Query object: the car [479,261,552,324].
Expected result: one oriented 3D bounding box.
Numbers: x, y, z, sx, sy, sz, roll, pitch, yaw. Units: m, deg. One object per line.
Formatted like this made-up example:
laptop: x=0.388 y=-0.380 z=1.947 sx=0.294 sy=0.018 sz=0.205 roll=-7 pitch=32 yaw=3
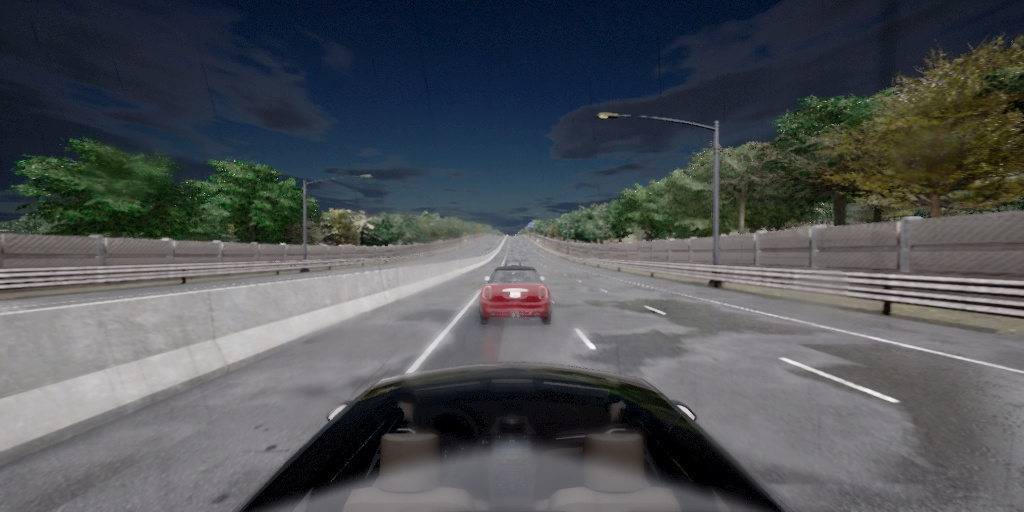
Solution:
car: x=0.101 y=1.096 z=12.153 sx=2.097 sy=1.767 sz=4.553 roll=0 pitch=0 yaw=0
